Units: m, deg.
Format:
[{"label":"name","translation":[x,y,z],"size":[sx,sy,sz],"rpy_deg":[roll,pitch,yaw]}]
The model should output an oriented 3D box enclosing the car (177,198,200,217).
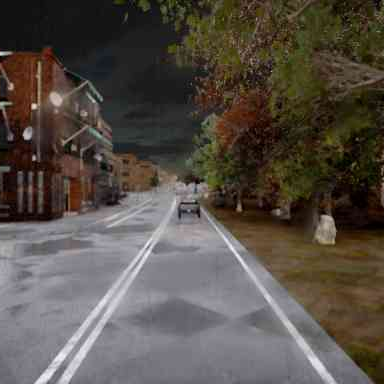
[{"label":"car","translation":[-0.286,1.277,29.145],"size":[2.128,1.511,4.902],"rpy_deg":[0,1,-1]}]
